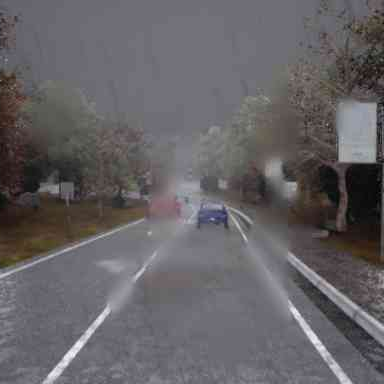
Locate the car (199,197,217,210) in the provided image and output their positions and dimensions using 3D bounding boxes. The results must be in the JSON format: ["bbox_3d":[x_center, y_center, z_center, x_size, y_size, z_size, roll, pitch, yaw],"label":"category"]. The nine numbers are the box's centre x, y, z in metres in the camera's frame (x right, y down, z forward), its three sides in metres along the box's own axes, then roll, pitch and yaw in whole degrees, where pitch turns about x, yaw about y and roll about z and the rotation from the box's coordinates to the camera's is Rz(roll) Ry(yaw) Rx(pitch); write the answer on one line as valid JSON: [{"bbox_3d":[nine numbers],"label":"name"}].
[{"bbox_3d":[1.963,1.439,42.752,1.994,1.385,4.181,0,0,-1],"label":"car"}]

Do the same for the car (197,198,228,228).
[{"bbox_3d":[1.362,1.430,21.856,1.882,1.535,5.008,0,0,4],"label":"car"}]

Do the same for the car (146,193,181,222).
[{"bbox_3d":[-2.080,1.132,26.097,2.150,2.045,5.566,1,0,4],"label":"car"}]
